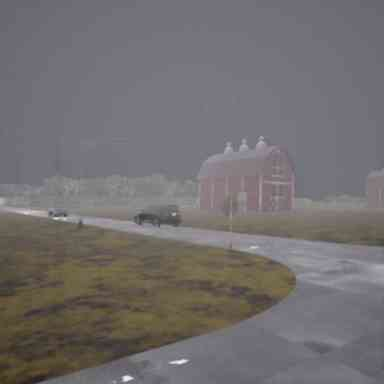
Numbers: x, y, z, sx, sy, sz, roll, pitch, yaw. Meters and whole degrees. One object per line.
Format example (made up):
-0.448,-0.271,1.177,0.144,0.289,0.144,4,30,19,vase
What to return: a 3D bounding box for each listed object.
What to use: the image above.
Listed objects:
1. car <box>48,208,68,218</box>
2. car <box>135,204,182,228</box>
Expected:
-19.823,3.003,49.013,2.033,1.411,5.357,2,-3,-35,car
-3.128,2.144,30.230,2.150,2.045,5.566,2,-3,-36,car
